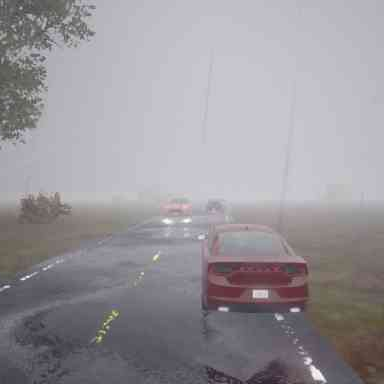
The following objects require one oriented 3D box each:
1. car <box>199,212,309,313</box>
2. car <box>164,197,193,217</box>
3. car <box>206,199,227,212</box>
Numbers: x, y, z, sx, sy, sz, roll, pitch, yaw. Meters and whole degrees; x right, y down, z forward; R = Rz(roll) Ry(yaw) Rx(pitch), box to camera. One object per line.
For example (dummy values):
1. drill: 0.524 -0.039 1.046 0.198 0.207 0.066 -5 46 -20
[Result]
1. car: 1.171 1.478 7.792 1.882 1.535 5.008 0 0 2
2. car: -1.177 1.344 30.714 2.097 1.767 4.553 0 0 6
3. car: 2.584 1.492 36.615 1.837 1.490 4.892 0 0 8
